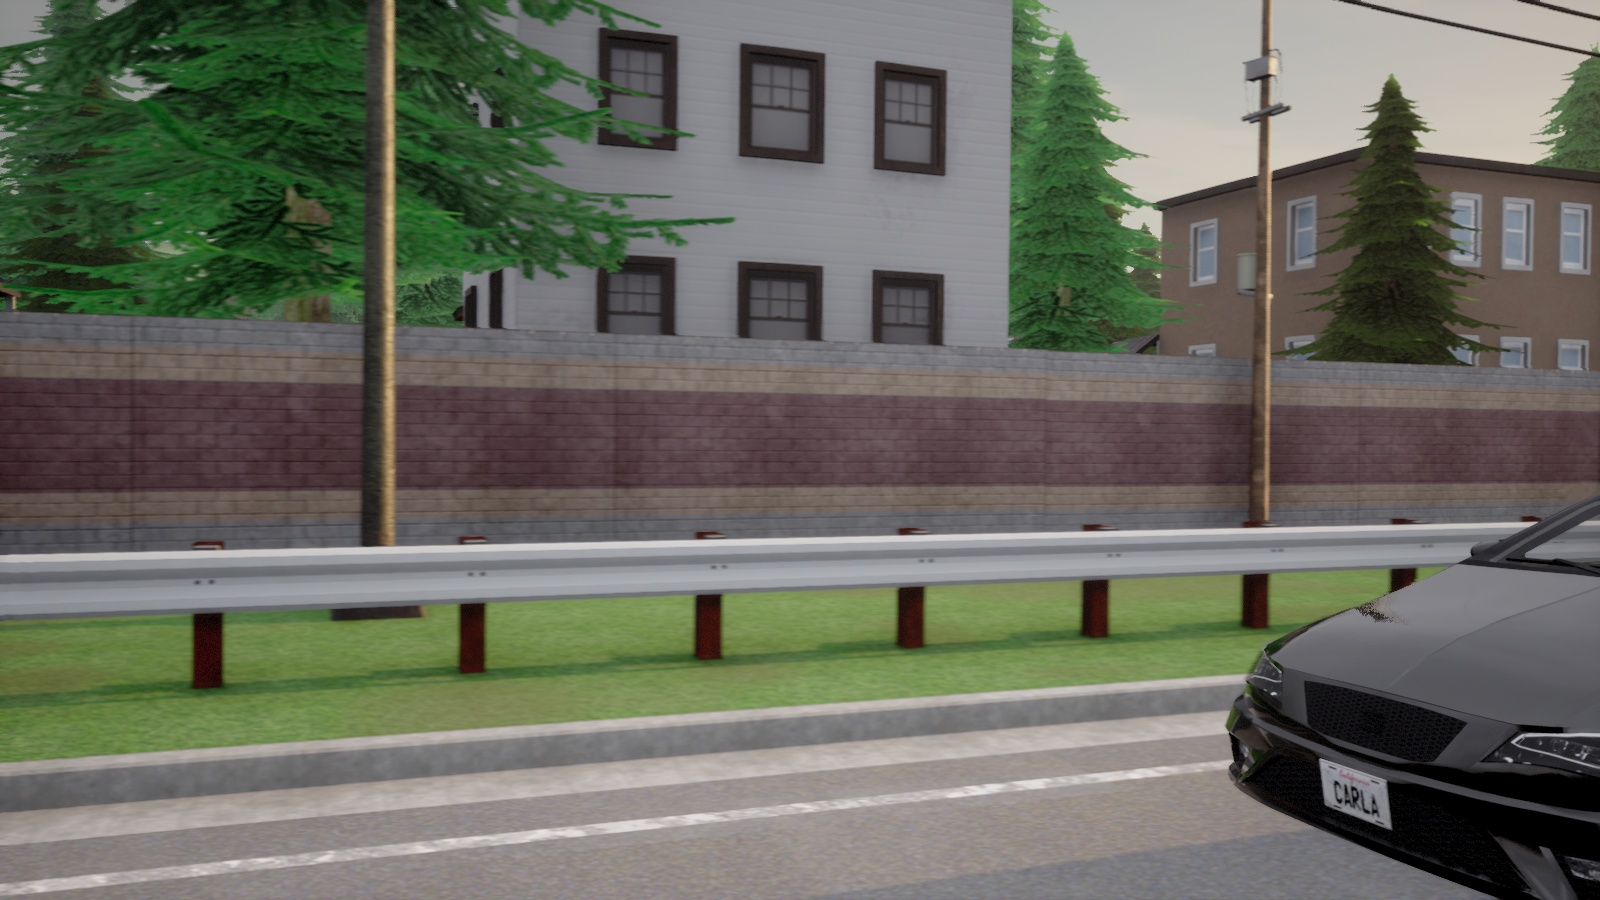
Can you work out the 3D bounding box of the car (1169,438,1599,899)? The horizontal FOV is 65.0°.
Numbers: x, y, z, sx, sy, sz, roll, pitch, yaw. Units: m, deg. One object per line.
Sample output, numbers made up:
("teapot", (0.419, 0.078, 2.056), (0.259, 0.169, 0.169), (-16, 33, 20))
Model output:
("car", (3.671, 0.697, 4.628), (4.193, 1.474, 1.816), (-1, 1, -21))
